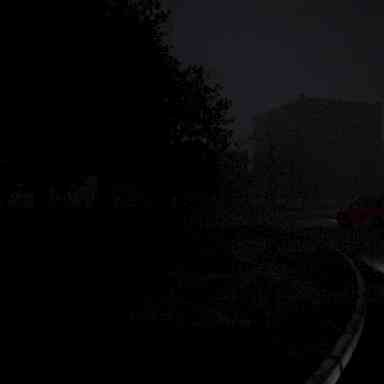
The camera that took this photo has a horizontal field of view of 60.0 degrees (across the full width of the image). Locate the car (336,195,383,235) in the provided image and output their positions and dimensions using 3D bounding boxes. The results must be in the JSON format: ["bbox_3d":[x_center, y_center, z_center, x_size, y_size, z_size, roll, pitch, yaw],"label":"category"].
[{"bbox_3d":[10.578,1.201,18.967,2.150,2.045,5.566,1,0,-8],"label":"car"}]

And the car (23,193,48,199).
[{"bbox_3d":[-39.794,1.011,84.648,5.366,1.575,1.946,0,1,-32],"label":"car"}]

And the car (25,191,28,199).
[{"bbox_3d":[-35.557,1.125,77.611,5.008,1.535,2.097,0,1,-32],"label":"car"}]

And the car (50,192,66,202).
[{"bbox_3d":[-26.641,1.333,63.510,4.792,1.488,2.163,0,0,-32],"label":"car"}]

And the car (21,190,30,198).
[{"bbox_3d":[-38.436,0.800,82.213,5.566,2.045,2.435,0,1,-32],"label":"car"}]

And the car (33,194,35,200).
[{"bbox_3d":[-29.500,1.135,68.131,4.553,1.767,2.185,0,1,-32],"label":"car"}]

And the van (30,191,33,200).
[{"bbox_3d":[-31.182,1.007,70.507,4.442,1.987,1.878,0,1,-32],"label":"van"}]

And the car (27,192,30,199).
[{"bbox_3d":[-33.970,1.039,75.177,4.553,1.767,2.185,0,1,-32],"label":"car"}]
